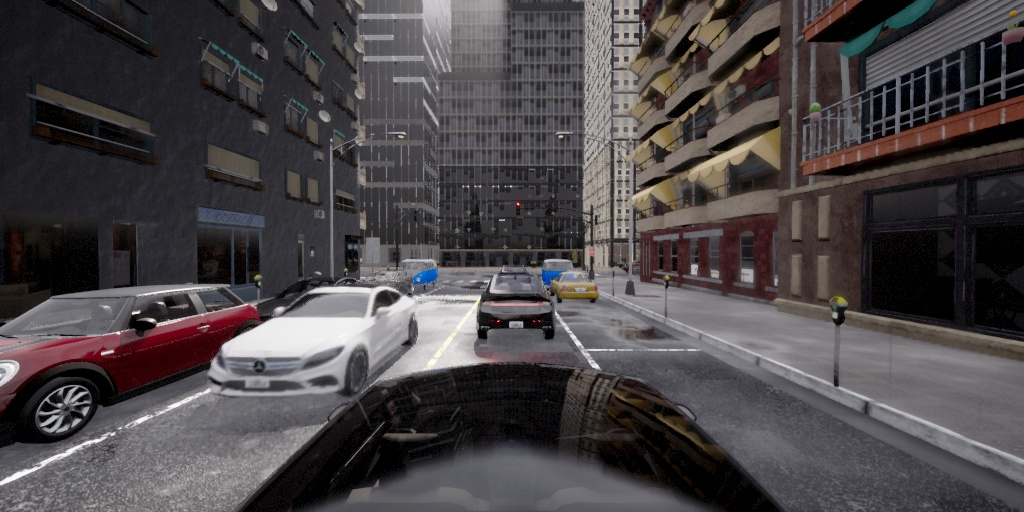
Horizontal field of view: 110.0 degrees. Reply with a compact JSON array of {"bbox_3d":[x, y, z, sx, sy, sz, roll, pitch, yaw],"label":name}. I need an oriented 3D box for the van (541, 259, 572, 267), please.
[{"bbox_3d":[2.719,1.087,21.835,1.690,1.789,3.998,0,0,0],"label":"van"}]

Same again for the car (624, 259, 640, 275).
[{"bbox_3d":[14.730,1.370,38.558,4.181,1.385,1.994,0,1,0],"label":"car"}]

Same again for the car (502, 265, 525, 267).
[{"bbox_3d":[0.093,1.237,20.312,2.128,1.511,4.902,0,0,0],"label":"car"}]

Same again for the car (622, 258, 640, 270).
[{"bbox_3d":[15.293,1.087,41.154,5.009,1.841,2.192,0,0,0],"label":"car"}]

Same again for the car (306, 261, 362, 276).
[{"bbox_3d":[-17.601,1.213,35.600,4.674,1.442,1.812,0,1,0],"label":"car"}]

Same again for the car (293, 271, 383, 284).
[{"bbox_3d":[-5.679,1.314,10.672,1.948,1.339,4.313,0,0,0],"label":"car"}]

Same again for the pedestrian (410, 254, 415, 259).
[{"bbox_3d":[-12.328,0.635,44.289,0.375,1.860,0.375,0,1,0],"label":"pedestrian"}]

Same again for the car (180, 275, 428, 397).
[{"bbox_3d":[-3.091,1.274,6.692,1.812,1.442,4.674,0,0,0],"label":"car"}]

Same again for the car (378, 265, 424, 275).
[{"bbox_3d":[-5.671,1.297,16.275,2.007,1.370,4.403,0,0,0],"label":"car"}]

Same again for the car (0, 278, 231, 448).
[{"bbox_3d":[-5.688,1.189,5.071,1.967,1.591,4.097,0,0,0],"label":"car"}]

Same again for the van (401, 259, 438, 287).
[{"bbox_3d":[-5.662,1.087,21.877,1.690,1.789,3.998,0,0,0],"label":"van"}]

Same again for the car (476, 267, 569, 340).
[{"bbox_3d":[0.095,1.240,10.010,2.128,1.511,4.902,0,0,0],"label":"car"}]

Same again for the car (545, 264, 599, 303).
[{"bbox_3d":[2.711,1.272,16.403,1.751,1.417,4.829,0,0,0],"label":"car"}]
